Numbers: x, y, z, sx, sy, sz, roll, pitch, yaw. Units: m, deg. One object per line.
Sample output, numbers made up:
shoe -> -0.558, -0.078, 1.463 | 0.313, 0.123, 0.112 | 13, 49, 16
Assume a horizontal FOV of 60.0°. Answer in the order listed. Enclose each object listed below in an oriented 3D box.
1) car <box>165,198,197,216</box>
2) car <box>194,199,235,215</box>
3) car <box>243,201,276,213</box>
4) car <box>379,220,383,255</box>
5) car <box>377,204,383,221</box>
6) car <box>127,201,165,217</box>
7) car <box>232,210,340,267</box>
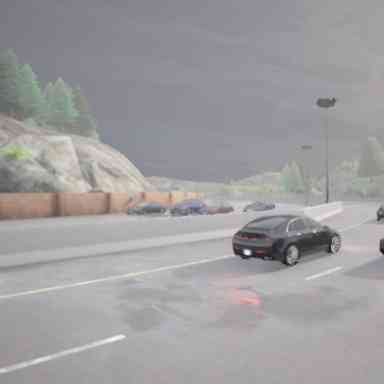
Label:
car -> -0.308, 1.499, 34.042 | 2.097, 1.767, 4.553 | -1, 0, 34
car -> 2.490, 1.645, 31.908 | 1.812, 1.442, 4.674 | 0, 0, 34
car -> 6.547, 1.584, 31.717 | 2.128, 1.511, 4.902 | 0, 0, 33
car -> 7.929, 1.598, 11.028 | 4.718, 1.301, 1.895 | 0, 0, -45
car -> 15.982, 1.610, 26.587 | 1.895, 1.301, 4.718 | -1, 0, 33
car -> -4.562, 1.700, 34.082 | 1.812, 1.442, 4.674 | 0, 0, 37
car -> 3.449, 1.536, 11.652 | 4.892, 1.490, 1.837 | -1, 0, -42
